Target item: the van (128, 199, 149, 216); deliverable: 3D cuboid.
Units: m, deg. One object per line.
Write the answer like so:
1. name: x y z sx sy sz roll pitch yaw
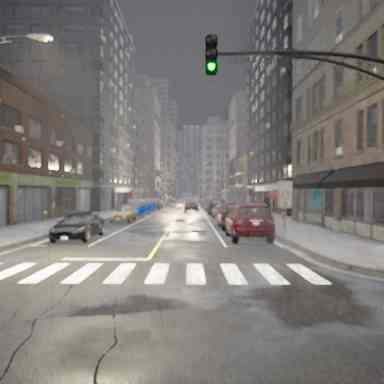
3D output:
1. van: -5.719 1.662 33.761 1.690 1.788 3.998 0 -1 0

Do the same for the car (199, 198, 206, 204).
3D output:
1. car: 2.746 2.462 89.796 1.752 1.417 4.829 0 -1 0

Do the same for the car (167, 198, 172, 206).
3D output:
1. car: -5.766 2.108 67.273 1.967 1.590 4.097 0 -1 0

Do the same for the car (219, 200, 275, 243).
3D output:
1. car: 2.830 1.500 17.016 2.192 1.841 5.009 0 -1 0

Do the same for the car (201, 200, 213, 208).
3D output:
1. car: 2.779 2.222 61.698 1.947 1.339 4.313 0 -1 0

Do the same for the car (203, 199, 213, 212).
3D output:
1. car: 2.803 1.740 39.358 2.192 1.841 5.009 0 -1 0

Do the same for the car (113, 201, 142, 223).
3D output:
1. car: -5.710 1.784 28.004 1.752 1.417 4.829 0 -1 0

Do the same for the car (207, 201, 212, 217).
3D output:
1. car: 2.811 1.893 33.941 1.752 1.417 4.829 0 -1 0

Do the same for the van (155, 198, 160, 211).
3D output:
1. van: -5.735 1.779 44.932 1.690 1.788 3.998 0 -1 0

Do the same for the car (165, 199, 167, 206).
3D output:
1. car: -5.750 1.994 56.102 1.967 1.590 4.097 0 -1 0

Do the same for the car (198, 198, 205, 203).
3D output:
1. car: 2.740 2.555 95.212 1.947 1.339 4.313 0 -1 0

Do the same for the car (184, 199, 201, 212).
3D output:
1. car: -0.059 1.989 46.443 1.837 1.490 4.892 0 -1 0

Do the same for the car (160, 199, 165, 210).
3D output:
1. car: -5.743 1.811 50.518 2.192 1.841 5.009 0 -1 0

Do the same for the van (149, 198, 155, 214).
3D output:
1. van: -5.727 1.721 39.347 1.690 1.788 3.998 0 -1 0

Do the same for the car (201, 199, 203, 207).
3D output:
1. car: 2.791 2.068 50.697 1.752 1.417 4.829 0 -1 0

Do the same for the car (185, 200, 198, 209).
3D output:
1. car: -0.074 2.139 56.864 2.033 1.411 5.357 0 -1 0

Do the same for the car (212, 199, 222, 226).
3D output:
1. car: 2.823 1.561 22.602 2.192 1.841 5.009 0 -1 0

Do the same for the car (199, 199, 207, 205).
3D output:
1. car: 2.753 2.431 84.040 2.008 1.369 4.403 0 -1 0

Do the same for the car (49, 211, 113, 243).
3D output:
1. car: -5.695 1.706 17.002 1.947 1.339 4.313 0 -1 0

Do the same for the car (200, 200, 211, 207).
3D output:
1. car: 2.772 2.264 67.284 2.008 1.369 4.403 0 -1 0

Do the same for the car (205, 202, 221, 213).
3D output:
1. car: 2.799 2.065 44.941 1.802 1.307 4.206 0 -1 0
